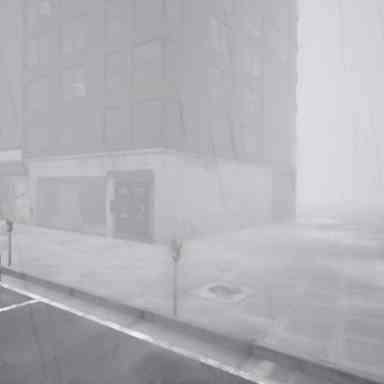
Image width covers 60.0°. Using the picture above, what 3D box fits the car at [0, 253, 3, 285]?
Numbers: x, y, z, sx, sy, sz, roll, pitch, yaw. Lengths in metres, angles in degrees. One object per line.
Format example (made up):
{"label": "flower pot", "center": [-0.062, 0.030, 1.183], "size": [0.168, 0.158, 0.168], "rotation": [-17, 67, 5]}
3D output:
{"label": "car", "center": [-5.811, 1.413, 7.259], "size": [4.313, 1.339, 1.947], "rotation": [1, 1, 36]}
